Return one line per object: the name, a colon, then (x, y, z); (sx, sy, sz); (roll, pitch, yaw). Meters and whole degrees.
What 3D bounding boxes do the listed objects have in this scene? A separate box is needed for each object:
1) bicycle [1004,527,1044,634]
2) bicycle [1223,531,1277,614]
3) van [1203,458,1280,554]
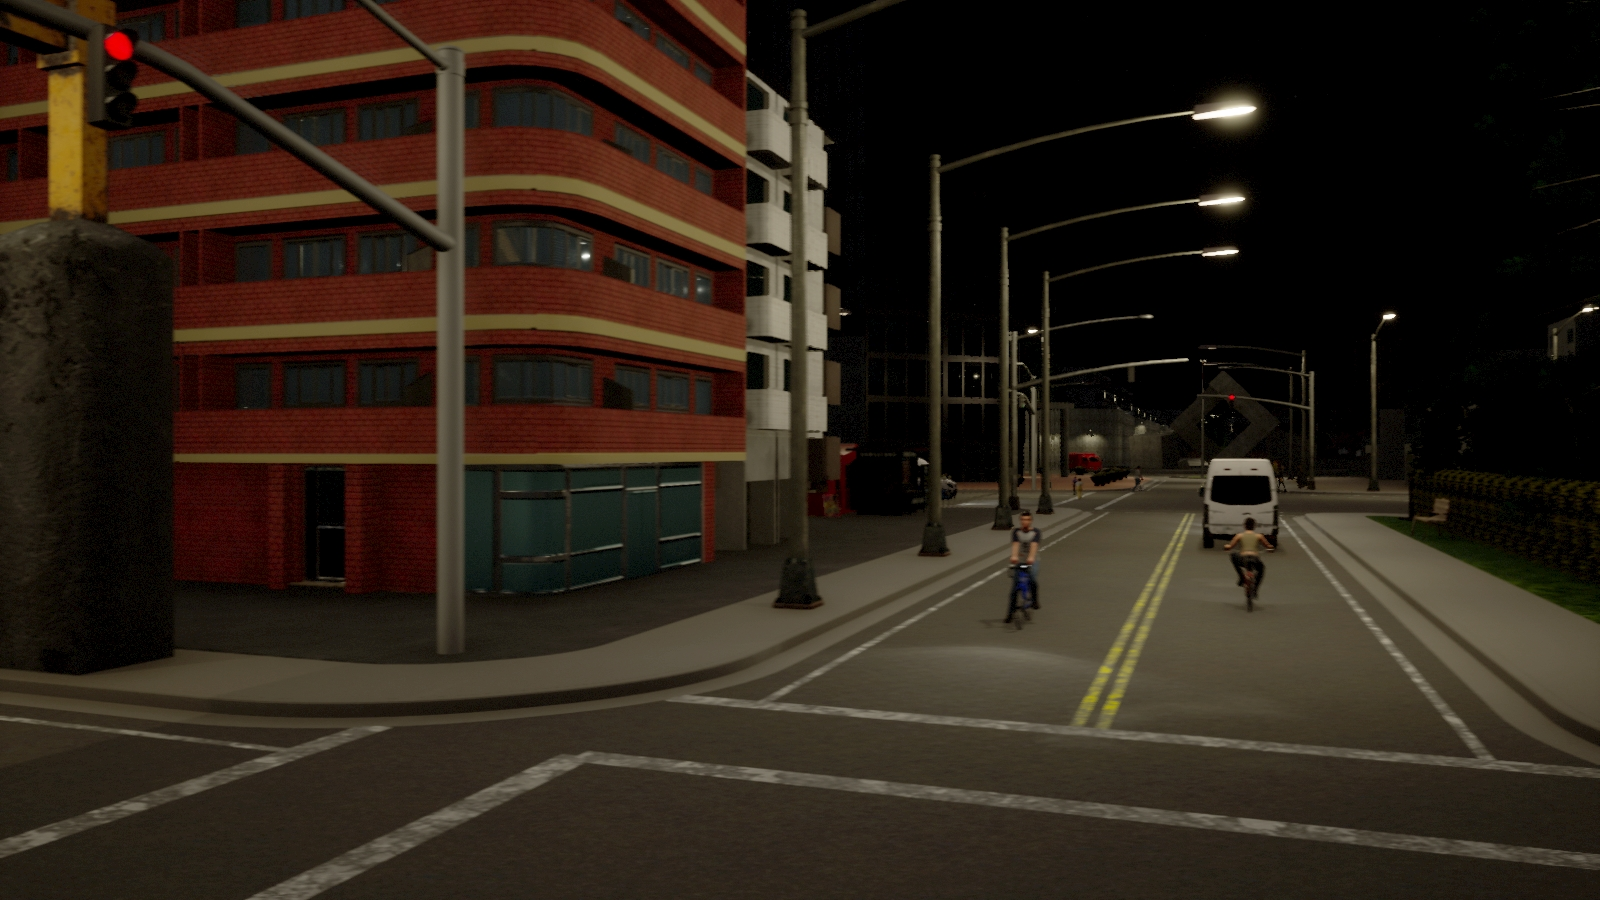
bicycle: (3.595, 2.044, 18.254); (0.373, 1.521, 1.643); (0, 0, 20)
bicycle: (7.982, 2.145, 20.292); (0.859, 1.301, 1.487); (0, 0, 20)
van: (13.112, 1.534, 34.075); (1.988, 2.561, 5.915); (0, 0, 20)
